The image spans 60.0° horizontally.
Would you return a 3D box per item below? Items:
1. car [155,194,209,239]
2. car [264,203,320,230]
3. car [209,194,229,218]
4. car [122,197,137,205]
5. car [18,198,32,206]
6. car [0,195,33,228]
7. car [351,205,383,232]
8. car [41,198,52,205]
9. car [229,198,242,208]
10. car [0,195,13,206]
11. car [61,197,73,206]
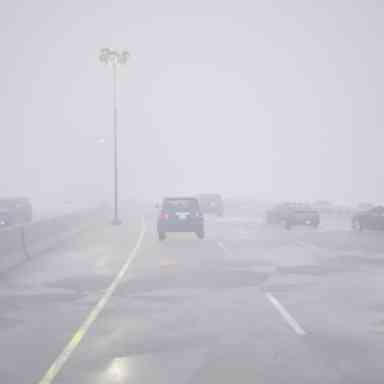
[{"bbox_3d":[-0.728,1.207,17.415,2.150,2.045,5.566,0,0,-7],"label":"car"},{"bbox_3d":[5.935,1.396,20.297,2.128,1.511,4.902,0,0,-7],"label":"car"},{"bbox_3d":[1.192,1.169,29.623,2.150,2.045,5.566,0,0,-11],"label":"car"},{"bbox_3d":[-11.671,1.599,62.031,2.033,1.411,5.357,-1,0,-24],"label":"car"},{"bbox_3d":[-30.156,1.777,60.152,2.033,1.411,5.357,-1,0,-23],"label":"car"},{"bbox_3d":[-12.092,1.333,21.456,2.150,2.045,5.566,-1,0,-8],"label":"car"},{"bbox_3d":[9.866,1.369,16.415,1.837,1.490,4.892,0,0,-6],"label":"car"},{"bbox_3d":[-28.017,1.781,63.953,1.994,1.385,4.181,-1,0,-25],"label":"car"},{"bbox_3d":[5.045,1.482,45.049,1.895,1.301,4.718,-1,0,-15],"label":"car"},{"bbox_3d":[-36.302,1.545,65.013,2.150,2.045,5.566,-1,0,-27],"label":"car"},{"bbox_3d":[-22.945,1.653,61.104,1.882,1.535,5.008,-1,0,-23],"label":"car"}]
